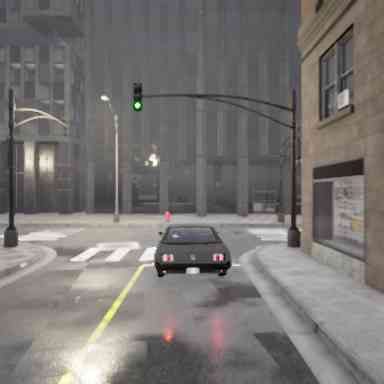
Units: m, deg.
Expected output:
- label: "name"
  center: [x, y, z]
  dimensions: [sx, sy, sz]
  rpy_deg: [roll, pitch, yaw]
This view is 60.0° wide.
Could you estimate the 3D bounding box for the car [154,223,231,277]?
- label: "car"
  center: [-0.096, 1.596, 10.168]
  dimensions: [1.895, 1.301, 4.718]
  rpy_deg: [0, 0, -3]
